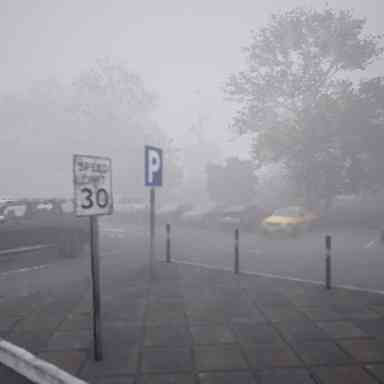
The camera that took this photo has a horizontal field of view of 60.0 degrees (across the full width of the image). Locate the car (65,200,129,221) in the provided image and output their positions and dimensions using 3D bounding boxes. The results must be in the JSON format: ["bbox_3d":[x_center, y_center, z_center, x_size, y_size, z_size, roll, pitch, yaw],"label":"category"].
[{"bbox_3d":[-7.991,1.508,28.358,2.231,1.521,4.892,0,0,35],"label":"car"}]

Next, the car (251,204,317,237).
[{"bbox_3d":[5.473,1.487,18.558,1.946,1.575,5.366,0,0,35],"label":"car"}]

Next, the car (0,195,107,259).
[{"bbox_3d":[-5.832,1.244,10.742,2.435,2.045,5.566,0,0,35],"label":"car"}]

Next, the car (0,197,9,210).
[{"bbox_3d":[-25.979,1.424,41.392,1.946,1.575,5.366,1,0,35],"label":"car"}]

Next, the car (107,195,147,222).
[{"bbox_3d":[-5.744,1.253,26.731,2.435,2.045,5.566,0,0,35],"label":"car"}]

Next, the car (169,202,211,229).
[{"bbox_3d":[1.062,1.497,21.932,2.231,1.521,4.892,0,0,35],"label":"car"}]

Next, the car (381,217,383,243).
[{"bbox_3d":[10.088,1.514,15.467,2.163,1.488,4.792,0,0,35],"label":"car"}]

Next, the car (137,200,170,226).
[{"bbox_3d":[-1.201,1.498,23.541,2.097,1.535,5.008,0,0,35],"label":"car"}]

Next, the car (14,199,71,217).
[{"bbox_3d":[-14.790,1.532,33.166,2.163,1.488,4.792,0,0,35],"label":"car"}]

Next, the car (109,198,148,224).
[{"bbox_3d":[-3.463,1.501,25.150,2.097,1.535,5.008,0,0,35],"label":"car"}]

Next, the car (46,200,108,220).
[{"bbox_3d":[-10.255,1.507,29.969,2.097,1.535,5.008,0,0,35],"label":"car"}]

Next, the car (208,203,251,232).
[{"bbox_3d":[3.336,1.523,20.342,2.163,1.488,4.792,0,0,35],"label":"car"}]

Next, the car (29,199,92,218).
[{"bbox_3d":[-12.407,1.502,31.734,1.946,1.575,5.366,0,0,35],"label":"car"}]

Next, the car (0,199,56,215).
[{"bbox_3d":[-17.024,1.521,34.827,2.163,1.488,4.792,0,0,35],"label":"car"}]
